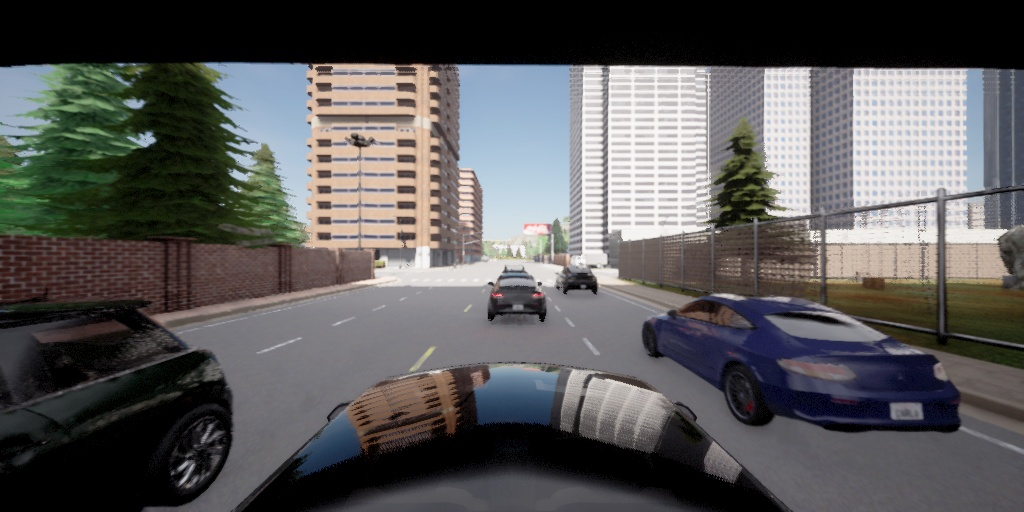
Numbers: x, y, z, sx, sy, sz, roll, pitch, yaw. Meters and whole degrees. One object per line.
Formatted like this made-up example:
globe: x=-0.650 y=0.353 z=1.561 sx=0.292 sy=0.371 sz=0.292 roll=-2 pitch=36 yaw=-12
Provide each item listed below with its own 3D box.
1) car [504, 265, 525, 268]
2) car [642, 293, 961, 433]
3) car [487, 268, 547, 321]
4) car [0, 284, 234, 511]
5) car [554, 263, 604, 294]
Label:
car: x=0.163 y=1.332 z=24.369 sx=2.128 sy=1.511 sz=4.902 roll=0 pitch=0 yaw=0
car: x=3.625 y=1.296 z=5.603 sx=1.812 sy=1.442 sz=4.674 roll=0 pitch=-1 yaw=0
car: x=0.121 y=1.318 z=12.536 sx=1.812 sy=1.442 sz=4.674 roll=0 pitch=0 yaw=-1
car: x=-3.600 y=1.097 z=1.346 sx=2.097 sy=1.767 sz=4.553 roll=0 pitch=0 yaw=0
car: x=3.652 y=1.334 z=20.747 sx=1.837 sy=1.490 sz=4.892 roll=0 pitch=0 yaw=0
